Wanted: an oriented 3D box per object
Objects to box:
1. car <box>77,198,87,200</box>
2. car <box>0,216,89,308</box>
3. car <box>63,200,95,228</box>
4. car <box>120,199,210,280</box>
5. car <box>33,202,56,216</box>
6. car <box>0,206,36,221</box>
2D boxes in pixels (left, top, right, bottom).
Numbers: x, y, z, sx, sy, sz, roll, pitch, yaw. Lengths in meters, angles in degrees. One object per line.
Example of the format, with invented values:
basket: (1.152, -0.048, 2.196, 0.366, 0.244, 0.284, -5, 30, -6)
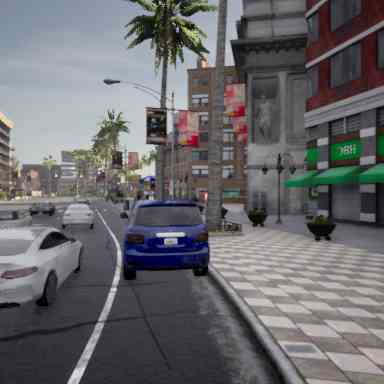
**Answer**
car: (-14.306, 1.500, 43.254, 1.812, 1.442, 4.674, 0, 0, -18)
car: (-3.806, 1.520, 7.679, 1.812, 1.442, 4.674, 0, 0, -7)
car: (-7.380, 1.513, 21.751, 1.812, 1.442, 4.674, 0, 0, -17)
car: (-0.983, 1.216, 10.212, 2.150, 2.045, 5.566, 0, 0, -11)
car: (-14.223, 1.578, 31.860, 1.895, 1.301, 4.718, 0, 0, -18)
car: (-9.527, 1.586, 16.972, 1.895, 1.301, 4.718, 0, 0, -16)
